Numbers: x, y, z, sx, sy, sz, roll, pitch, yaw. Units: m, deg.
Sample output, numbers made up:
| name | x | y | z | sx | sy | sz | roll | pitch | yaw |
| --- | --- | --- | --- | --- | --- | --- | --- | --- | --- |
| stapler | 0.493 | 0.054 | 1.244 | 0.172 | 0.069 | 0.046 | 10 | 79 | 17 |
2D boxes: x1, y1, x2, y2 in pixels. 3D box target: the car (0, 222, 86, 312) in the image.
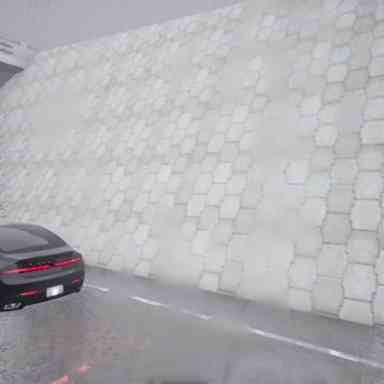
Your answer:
| name | x | y | z | sx | sy | sz | roll | pitch | yaw |
| --- | --- | --- | --- | --- | --- | --- | --- | --- | --- |
| car | -4.279 | 1.389 | 6.989 | 4.892 | 1.490 | 1.837 | 1 | 0 | 35 |
